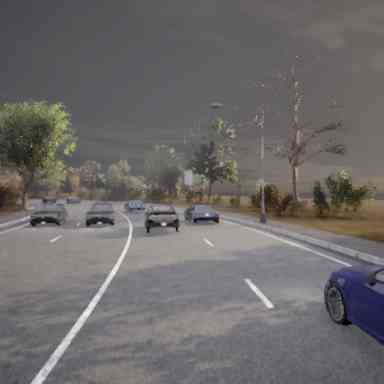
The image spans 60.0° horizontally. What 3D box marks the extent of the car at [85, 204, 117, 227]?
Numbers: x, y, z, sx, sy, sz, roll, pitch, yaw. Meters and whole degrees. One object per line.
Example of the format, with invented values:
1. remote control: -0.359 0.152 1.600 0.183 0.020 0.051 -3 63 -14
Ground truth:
1. car: -6.266 1.540 23.206 2.033 1.411 5.357 0 0 -12

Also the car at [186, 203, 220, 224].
1. car: 0.632 1.541 24.964 1.994 1.385 4.181 0 0 -12

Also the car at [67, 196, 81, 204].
1. car: -21.571 1.479 60.683 1.837 1.490 4.892 0 0 -32

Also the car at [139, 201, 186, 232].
1. car: -1.903 1.478 19.905 2.128 1.511 4.902 0 0 -10

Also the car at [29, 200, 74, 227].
1. car: -9.895 1.547 23.419 2.033 1.411 5.357 0 0 -13

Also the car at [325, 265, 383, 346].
1. car: 3.373 1.511 4.113 1.812 1.442 4.674 0 0 -2

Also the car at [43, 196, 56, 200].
1. car: -26.384 1.512 61.667 2.033 1.411 5.357 0 0 -33

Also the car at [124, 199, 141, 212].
1. car: -6.521 1.529 37.759 2.033 1.411 5.357 0 0 -19
